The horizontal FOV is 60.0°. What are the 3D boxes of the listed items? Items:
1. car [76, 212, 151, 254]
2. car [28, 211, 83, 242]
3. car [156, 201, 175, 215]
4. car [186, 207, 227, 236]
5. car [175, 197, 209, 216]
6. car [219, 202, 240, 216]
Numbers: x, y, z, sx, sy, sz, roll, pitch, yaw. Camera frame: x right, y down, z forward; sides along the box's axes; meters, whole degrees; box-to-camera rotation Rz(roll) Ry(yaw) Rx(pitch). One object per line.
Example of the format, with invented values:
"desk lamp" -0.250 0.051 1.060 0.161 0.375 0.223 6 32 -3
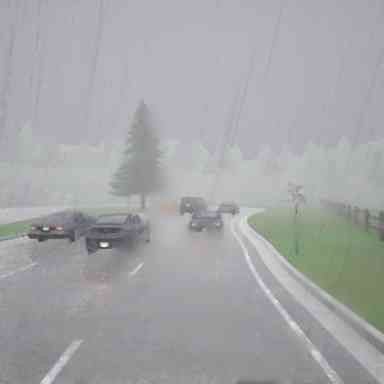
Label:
"car" -2.952 1.628 14.133 1.837 1.490 4.892 0 0 3
"car" -6.290 1.697 17.201 2.033 1.411 5.357 0 0 4
"car" -2.600 1.814 38.809 1.882 1.535 5.008 0 -1 16
"car" 0.915 1.774 19.836 1.895 1.301 4.718 0 0 4
"car" 0.306 1.539 36.531 2.150 2.045 5.566 0 -1 16
"car" 4.203 1.815 37.237 2.128 1.511 4.902 0 -1 17
